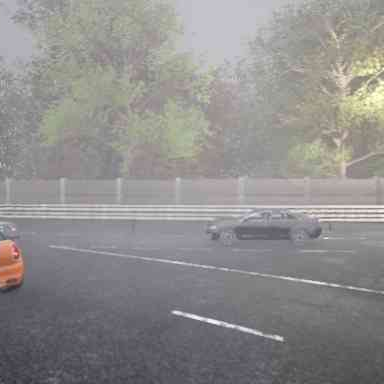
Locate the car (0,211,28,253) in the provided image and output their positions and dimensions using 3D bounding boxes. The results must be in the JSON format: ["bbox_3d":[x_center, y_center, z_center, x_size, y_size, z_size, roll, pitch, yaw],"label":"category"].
[{"bbox_3d":[-9.382,1.507,13.440,5.357,1.411,2.033,0,0,26],"label":"car"}]

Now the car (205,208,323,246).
[{"bbox_3d":[3.020,1.458,14.335,4.902,1.511,2.128,0,0,5],"label":"car"}]

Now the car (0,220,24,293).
[{"bbox_3d":[-5.911,1.330,7.430,4.553,1.767,2.097,0,0,31],"label":"car"}]
